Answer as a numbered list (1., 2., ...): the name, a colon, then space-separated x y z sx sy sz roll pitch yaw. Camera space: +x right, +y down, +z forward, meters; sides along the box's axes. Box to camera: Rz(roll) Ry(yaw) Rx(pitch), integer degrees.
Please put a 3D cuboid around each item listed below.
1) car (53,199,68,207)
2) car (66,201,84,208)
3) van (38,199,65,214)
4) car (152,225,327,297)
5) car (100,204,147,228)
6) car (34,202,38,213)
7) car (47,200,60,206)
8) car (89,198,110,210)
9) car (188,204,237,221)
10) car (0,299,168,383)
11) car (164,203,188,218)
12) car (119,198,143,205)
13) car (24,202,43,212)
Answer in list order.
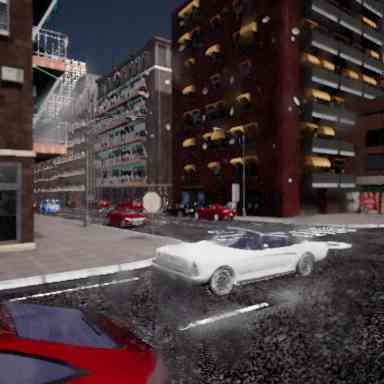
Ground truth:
1. car: -27.730 2.287 70.049 1.967 1.590 4.097 -1 0 -36
2. car: -21.092 2.276 60.869 1.802 1.307 4.206 -1 0 -36
3. van: -17.927 1.854 42.233 1.690 1.788 3.998 -1 0 -36
4. car: 1.378 1.587 8.669 4.718 1.301 1.895 1 0 -36
5. car: -4.835 1.799 24.128 1.802 1.307 4.206 -1 0 -36
6. car: -21.239 2.170 46.823 1.802 1.307 4.206 -1 0 -36
7. car: -31.145 2.451 74.776 1.752 1.417 4.829 -1 0 -36
8. car: -14.463 1.857 51.689 2.192 1.841 5.009 -1 0 -36
9. car: 1.930 1.716 29.017 1.887 1.381 4.507 -1 0 -36
10. car: -2.174 1.567 2.136 4.181 1.385 1.994 0 0 -36
11. car: -1.187 1.807 33.329 1.947 1.339 4.313 -1 0 -36
12. car: -7.827 1.706 42.508 2.192 1.841 5.009 -1 0 -36
13. car: -24.559 2.246 51.411 1.802 1.307 4.206 -1 0 -36
